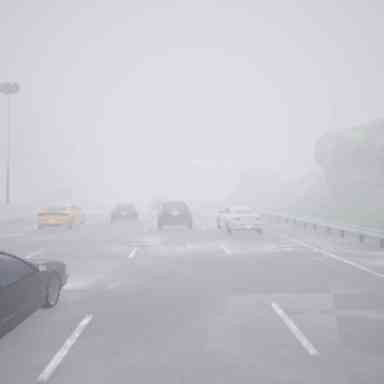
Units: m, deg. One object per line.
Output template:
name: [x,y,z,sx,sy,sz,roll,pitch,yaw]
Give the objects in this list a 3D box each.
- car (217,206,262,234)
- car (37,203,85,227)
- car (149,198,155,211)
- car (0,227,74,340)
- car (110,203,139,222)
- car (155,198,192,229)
car: [2.610,1.491,18.764,1.812,1.442,4.674,0,0,-5]
car: [-8.178,1.459,21.154,1.882,1.535,5.008,0,0,-6]
car: [-4.044,1.448,40.252,1.837,1.490,4.892,0,0,-11]
car: [-3.522,1.546,4.769,2.033,1.411,5.357,0,0,-2]
car: [-5.289,1.532,26.358,1.994,1.385,4.181,0,0,-8]
car: [-1.206,1.320,21.622,2.097,1.767,4.553,0,0,-6]
